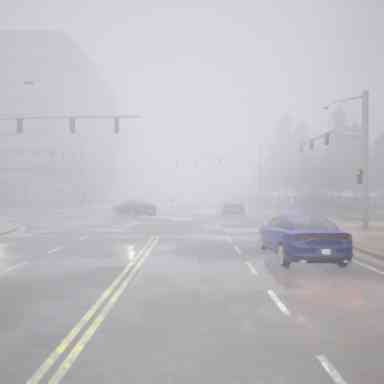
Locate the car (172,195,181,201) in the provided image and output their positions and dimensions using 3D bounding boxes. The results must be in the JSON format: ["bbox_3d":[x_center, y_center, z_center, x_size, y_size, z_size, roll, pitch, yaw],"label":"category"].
[{"bbox_3d":[-3.515,1.400,76.995,1.994,1.385,4.181,0,0,0],"label":"car"}]

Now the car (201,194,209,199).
[{"bbox_3d":[3.483,1.235,88.965,1.994,1.385,4.181,0,0,0],"label":"car"}]

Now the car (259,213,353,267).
[{"bbox_3d":[3.573,1.455,11.313,1.882,1.535,5.008,0,-1,0],"label":"car"}]

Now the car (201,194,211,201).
[{"bbox_3d":[3.485,1.317,79.972,1.882,1.535,5.008,0,0,0],"label":"car"}]

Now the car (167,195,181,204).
[{"bbox_3d":[-3.544,1.442,61.479,1.994,1.385,4.181,0,0,1],"label":"car"}]

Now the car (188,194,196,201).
[{"bbox_3d":[-0.015,1.319,79.715,1.882,1.535,5.008,0,0,0],"label":"car"}]

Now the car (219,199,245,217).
[{"bbox_3d":[3.585,1.391,30.304,1.882,1.535,5.008,0,0,0],"label":"car"}]

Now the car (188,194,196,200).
[{"bbox_3d":[-0.017,1.208,88.964,2.128,1.511,4.902,0,0,0],"label":"car"}]

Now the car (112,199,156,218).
[{"bbox_3d":[-5.107,1.382,28.911,1.882,1.535,5.008,1,-1,-42],"label":"car"}]
